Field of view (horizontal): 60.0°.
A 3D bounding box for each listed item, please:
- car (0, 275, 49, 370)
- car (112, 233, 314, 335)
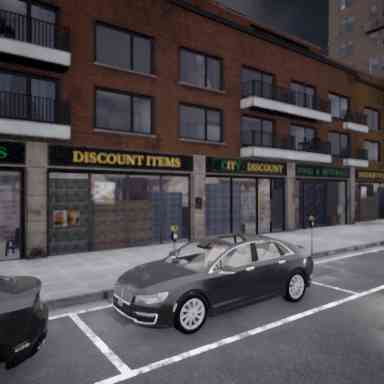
[{"bbox_3d":[-3.873,1.551,3.427,4.403,1.369,2.008,0,0,-35],"label":"car"},{"bbox_3d":[0.623,1.549,6.628,4.403,1.369,2.008,0,0,-35],"label":"car"}]
